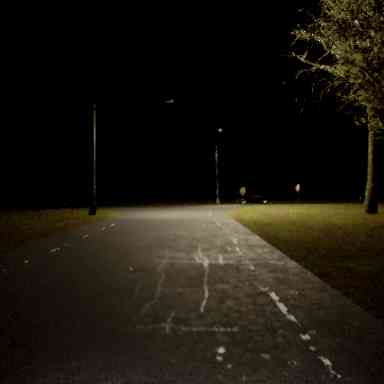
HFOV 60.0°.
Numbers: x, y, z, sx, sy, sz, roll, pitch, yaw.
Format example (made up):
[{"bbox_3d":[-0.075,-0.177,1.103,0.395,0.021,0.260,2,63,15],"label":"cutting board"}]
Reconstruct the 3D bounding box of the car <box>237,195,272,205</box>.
[{"bbox_3d":[9.096,1.158,48.796,5.008,1.535,1.882,-1,-2,-1],"label":"car"}]

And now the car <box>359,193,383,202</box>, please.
[{"bbox_3d":[23.863,0.751,42.066,4.718,1.301,1.895,-1,-2,-1],"label":"car"}]

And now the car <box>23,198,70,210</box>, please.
[{"bbox_3d":[-18.136,1.507,41.569,5.357,1.411,2.033,-1,-2,0],"label":"car"}]
